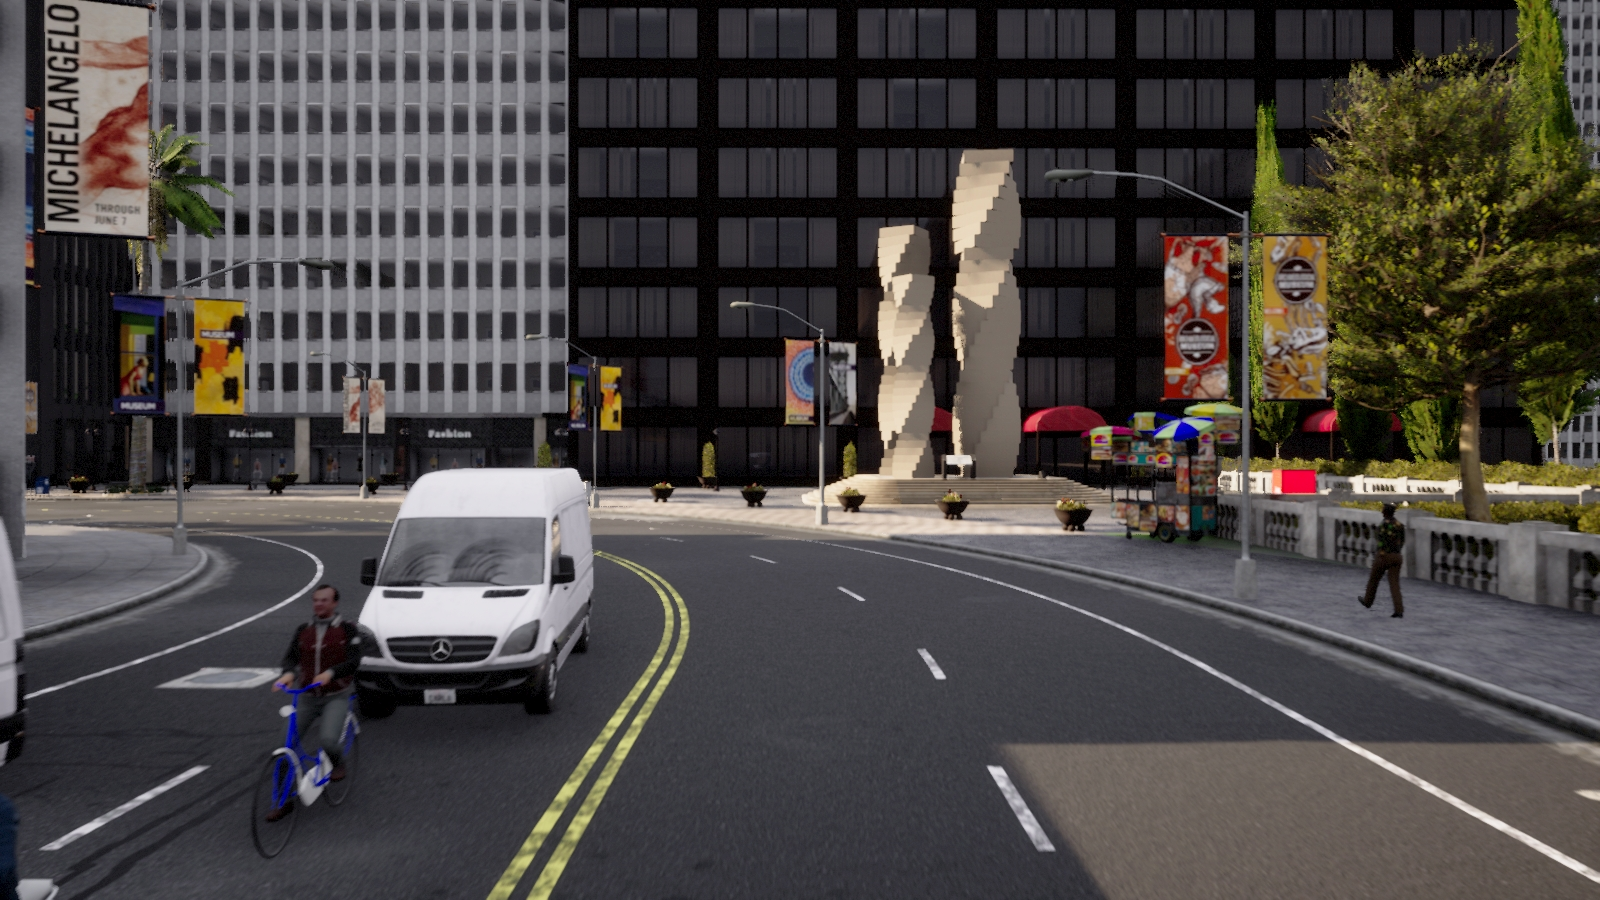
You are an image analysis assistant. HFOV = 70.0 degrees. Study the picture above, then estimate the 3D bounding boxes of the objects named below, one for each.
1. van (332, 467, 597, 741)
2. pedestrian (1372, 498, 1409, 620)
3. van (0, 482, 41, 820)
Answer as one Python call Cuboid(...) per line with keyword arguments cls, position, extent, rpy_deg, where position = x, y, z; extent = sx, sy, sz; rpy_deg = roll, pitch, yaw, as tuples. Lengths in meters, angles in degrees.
Cuboid(cls="van", position=(-3.783, 1.534, 14.086), extent=(1.988, 2.561, 5.915), rpy_deg=(0, 0, -5))
Cuboid(cls="pedestrian", position=(9.218, 1.696, 17.846), extent=(0.375, 1.860, 0.375), rpy_deg=(0, 0, -5))
Cuboid(cls="van", position=(-7.052, 1.534, 6.206), extent=(1.988, 2.561, 5.915), rpy_deg=(0, 0, -1))
